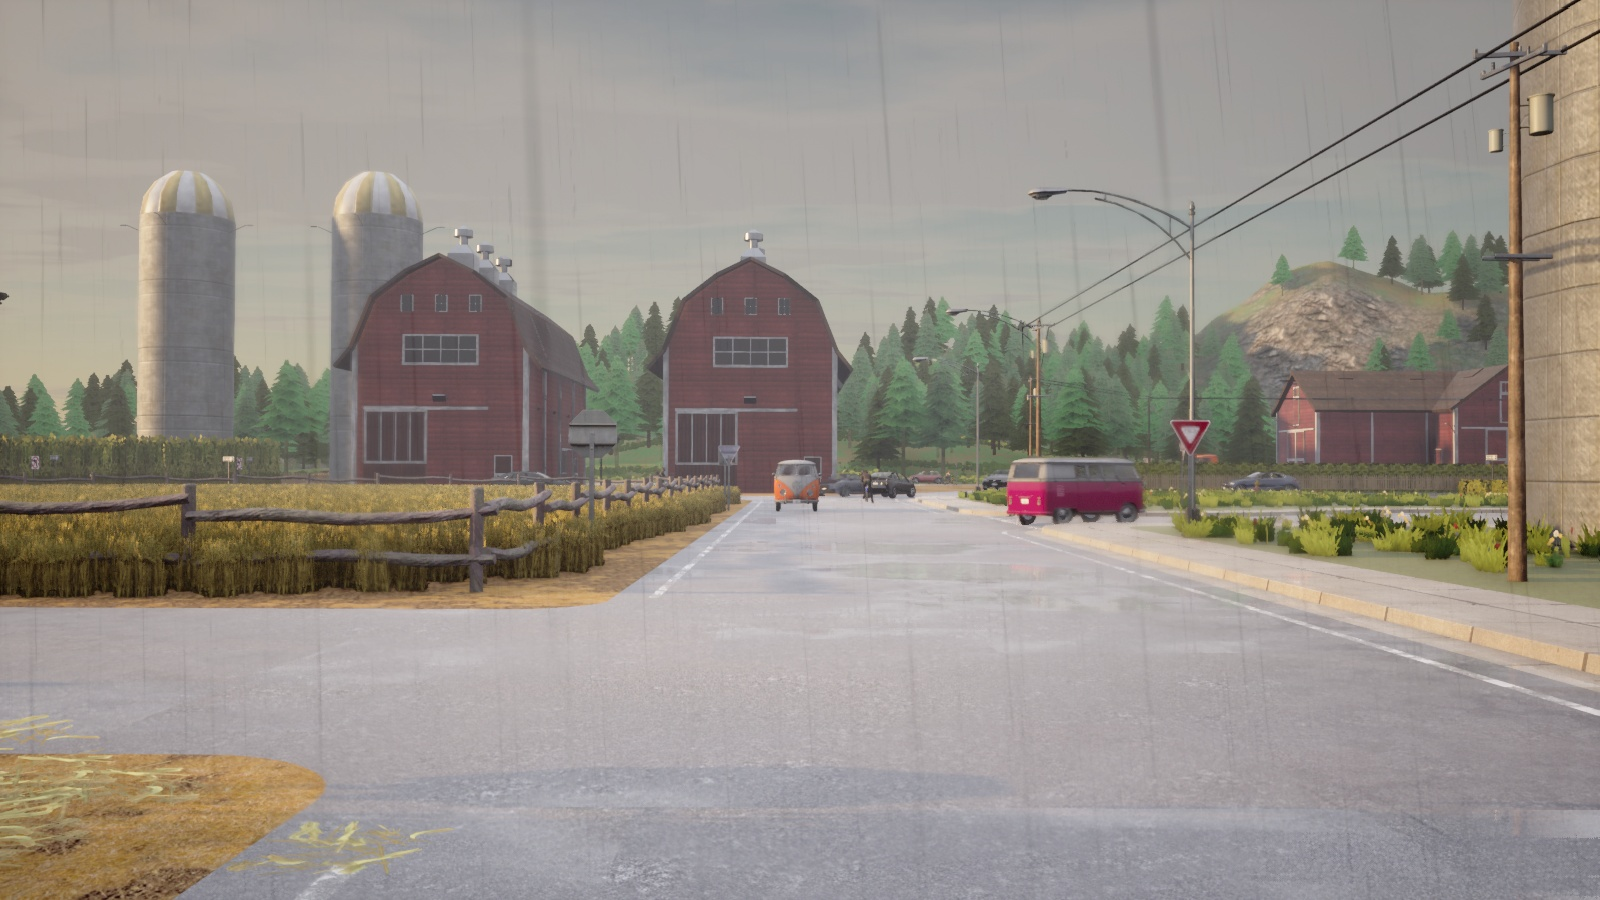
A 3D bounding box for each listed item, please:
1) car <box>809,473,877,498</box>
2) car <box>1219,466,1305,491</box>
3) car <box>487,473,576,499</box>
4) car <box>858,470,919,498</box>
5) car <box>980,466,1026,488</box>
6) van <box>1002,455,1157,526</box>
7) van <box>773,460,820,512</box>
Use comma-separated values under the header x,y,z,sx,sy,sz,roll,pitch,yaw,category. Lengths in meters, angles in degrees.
x,y,z,sx,sy,sz,roll,pitch,yaw,category
2.613,2.111,75.663,1.994,1.385,4.181,-1,-1,38,car
31.286,1.895,85.184,5.027,1.651,2.152,0,-1,0,car
-15.689,2.115,73.613,4.892,1.490,1.837,0,-1,-3,car
5.197,1.937,72.884,2.007,1.525,4.514,-1,-1,26,car
15.534,2.024,95.912,2.152,1.651,5.027,-1,-1,25,car
8.232,1.152,36.886,4.442,1.987,1.775,0,-1,-31,van
-0.120,1.403,49.858,1.775,1.987,4.442,0,-1,0,van
